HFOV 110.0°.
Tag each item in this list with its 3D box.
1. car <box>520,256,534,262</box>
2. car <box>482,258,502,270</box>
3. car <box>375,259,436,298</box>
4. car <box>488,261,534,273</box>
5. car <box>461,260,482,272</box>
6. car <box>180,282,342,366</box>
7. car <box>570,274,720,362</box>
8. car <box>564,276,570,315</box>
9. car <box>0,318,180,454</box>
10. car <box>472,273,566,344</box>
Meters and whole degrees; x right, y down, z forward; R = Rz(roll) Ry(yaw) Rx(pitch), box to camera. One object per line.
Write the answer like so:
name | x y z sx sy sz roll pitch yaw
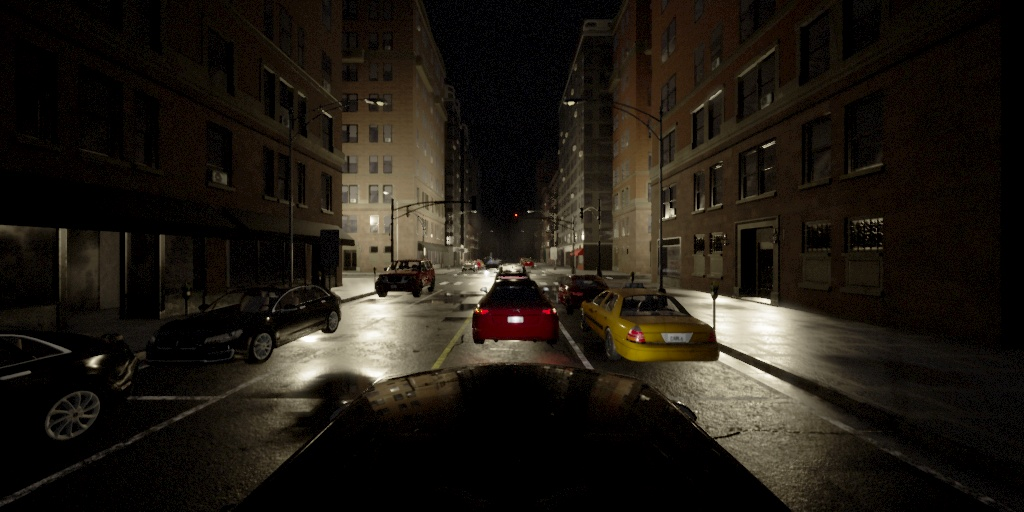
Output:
car | 2.757 1.172 61.541 1.967 1.591 4.097 0 0 0
car | -2.747 1.338 50.537 1.895 1.301 4.718 0 0 0
car | -5.355 1.061 18.739 2.192 1.841 5.009 0 0 0
car | 0.035 1.238 19.440 2.128 1.511 4.902 0 0 0
car | -5.301 1.290 45.203 2.007 1.370 4.403 0 0 0
car | -5.377 1.299 7.914 2.007 1.370 4.403 0 0 0
car | 2.648 1.274 8.059 1.751 1.417 4.829 0 0 0
car | 2.659 1.330 13.301 1.802 1.307 4.207 0 0 0
car | -5.388 1.300 2.501 2.007 1.370 4.403 0 0 0
car | 0.082 1.313 9.571 1.994 1.385 4.181 0 0 0
